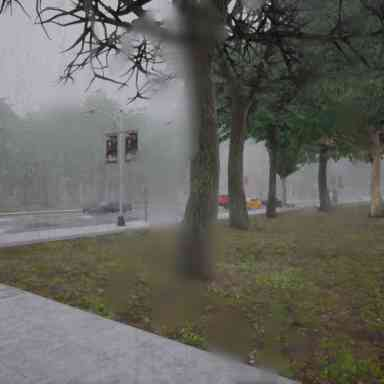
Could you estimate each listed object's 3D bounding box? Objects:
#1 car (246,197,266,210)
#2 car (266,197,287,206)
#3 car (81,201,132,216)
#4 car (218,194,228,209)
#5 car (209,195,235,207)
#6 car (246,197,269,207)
[{"bbox_3d":[7.827,1.552,45.308,1.882,1.535,5.008,0,0,36],"label":"car"},{"bbox_3d":[13.625,1.571,53.505,1.882,1.535,5.008,0,0,36],"label":"car"},{"bbox_3d":[-8.516,1.580,33.873,2.033,1.411,5.357,0,0,36],"label":"car"},{"bbox_3d":[4.830,1.290,46.714,2.150,2.045,5.566,0,0,36],"label":"car"},{"bbox_3d":[4.768,1.424,52.308,2.097,1.767,4.553,0,0,36],"label":"car"},{"bbox_3d":[10.914,1.594,55.302,1.837,1.490,4.892,0,0,36],"label":"car"}]
